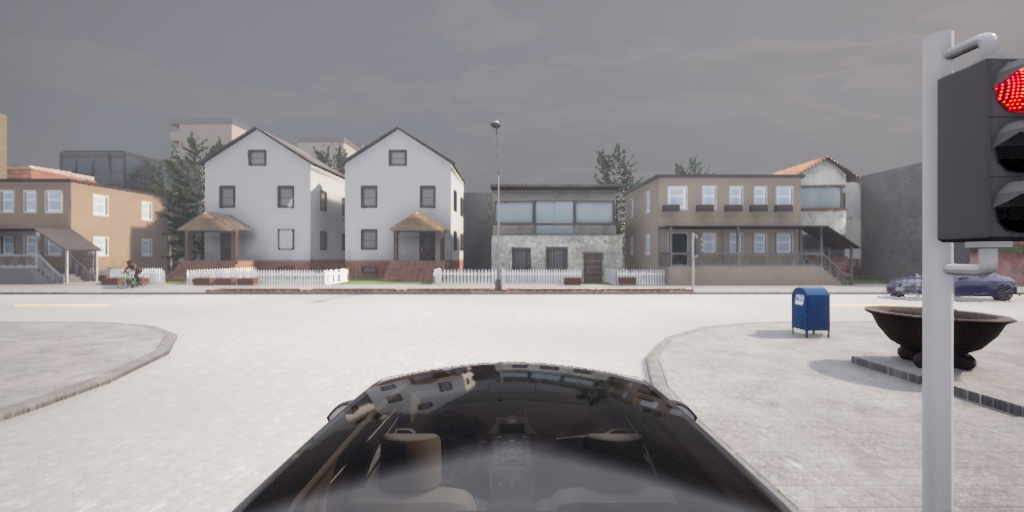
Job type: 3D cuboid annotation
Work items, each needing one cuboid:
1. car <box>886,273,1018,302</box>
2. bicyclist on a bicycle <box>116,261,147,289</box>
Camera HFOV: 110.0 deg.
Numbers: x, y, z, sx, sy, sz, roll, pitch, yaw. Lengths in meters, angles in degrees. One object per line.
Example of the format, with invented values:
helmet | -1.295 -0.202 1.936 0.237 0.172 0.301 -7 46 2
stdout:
car | 20.099 1.263 16.453 4.674 1.442 1.812 0 0 0
bicyclist on a bicycle | -21.875 1.083 20.647 0.582 1.620 1.656 0 0 0
